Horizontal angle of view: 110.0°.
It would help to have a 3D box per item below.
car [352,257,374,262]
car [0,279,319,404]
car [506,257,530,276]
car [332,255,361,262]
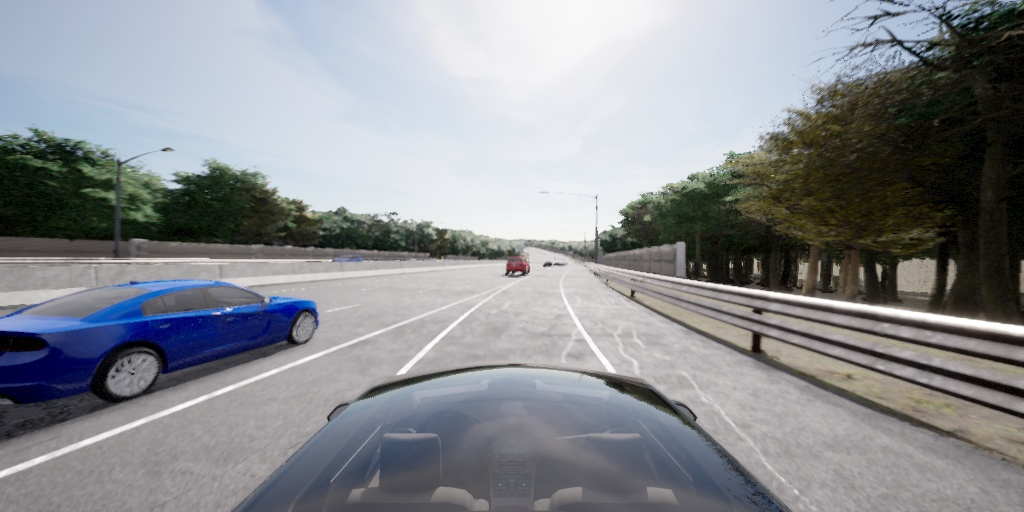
[{"bbox_3d":[-21.825,1.253,54.656,1.994,1.385,4.181,1,0,11],"label":"car"},{"bbox_3d":[-5.702,1.147,6.356,1.882,1.535,5.008,1,0,10],"label":"car"},{"bbox_3d":[0.722,1.148,41.519,2.150,2.045,5.566,1,0,10],"label":"car"},{"bbox_3d":[-25.271,0.865,55.169,2.150,2.045,5.566,1,0,11],"label":"car"}]
